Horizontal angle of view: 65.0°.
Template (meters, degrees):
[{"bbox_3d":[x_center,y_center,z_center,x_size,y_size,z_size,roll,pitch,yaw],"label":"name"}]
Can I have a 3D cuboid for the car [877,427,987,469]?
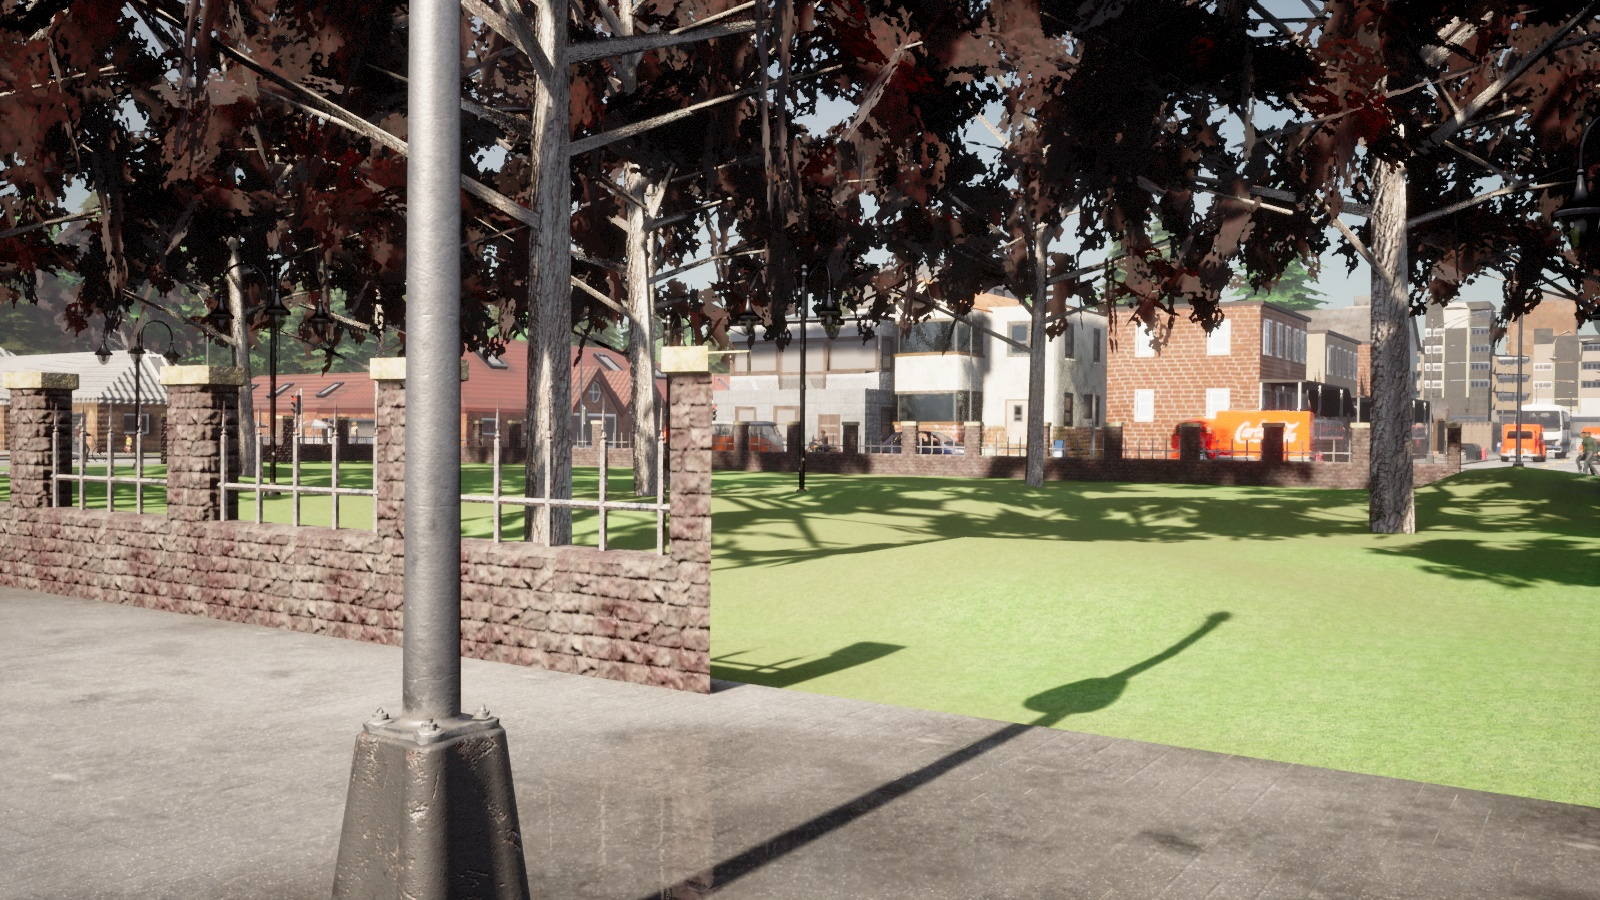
[{"bbox_3d":[5.268,-0.103,50.211,3.988,1.617,1.851,0,1,32],"label":"car"}]

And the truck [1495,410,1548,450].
[{"bbox_3d":[46.936,-1.295,81.642,2.627,2.467,5.204,0,1,34],"label":"truck"}]

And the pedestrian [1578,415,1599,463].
[{"bbox_3d":[30.928,-0.431,49.282,0.614,1.847,0.353,-1,1,-5],"label":"pedestrian"}]

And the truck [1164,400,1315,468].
[{"bbox_3d":[16.954,-0.571,48.483,5.204,2.467,2.627,0,0,27],"label":"truck"}]

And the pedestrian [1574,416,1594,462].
[{"bbox_3d":[31.190,-0.436,49.945,0.614,1.847,0.353,0,1,23],"label":"pedestrian"}]

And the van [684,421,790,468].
[{"bbox_3d":[-2.787,-0.249,55.528,4.442,1.987,1.775,0,1,31],"label":"van"}]

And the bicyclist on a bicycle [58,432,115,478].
[{"bbox_3d":[-28.393,0.176,50.010,0.659,1.776,1.843,0,1,32],"label":"bicyclist on a bicycle"}]
